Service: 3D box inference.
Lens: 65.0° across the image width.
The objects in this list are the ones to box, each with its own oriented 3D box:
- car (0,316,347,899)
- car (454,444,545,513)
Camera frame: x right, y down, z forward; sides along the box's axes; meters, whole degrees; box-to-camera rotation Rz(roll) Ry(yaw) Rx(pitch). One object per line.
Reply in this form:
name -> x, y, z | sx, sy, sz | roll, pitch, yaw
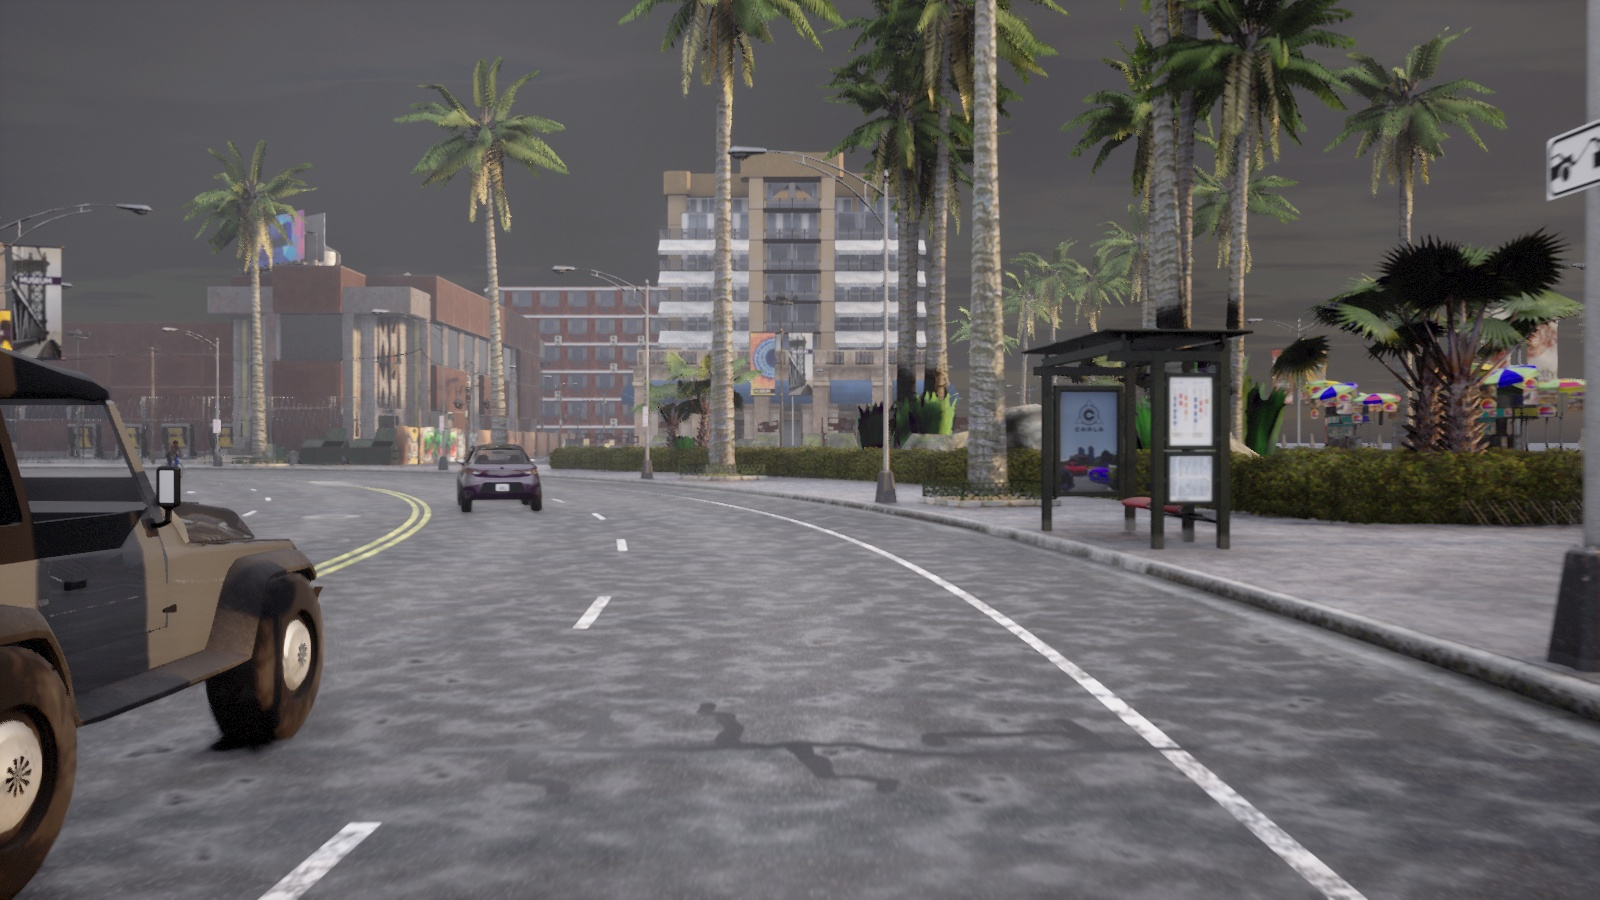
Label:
car -> -3.468, 0.511, 5.048 | 1.905, 1.878, 3.866 | 0, 0, 0
car -> -7.024, 0.591, 29.051 | 1.816, 1.474, 4.193 | 0, 0, -17
